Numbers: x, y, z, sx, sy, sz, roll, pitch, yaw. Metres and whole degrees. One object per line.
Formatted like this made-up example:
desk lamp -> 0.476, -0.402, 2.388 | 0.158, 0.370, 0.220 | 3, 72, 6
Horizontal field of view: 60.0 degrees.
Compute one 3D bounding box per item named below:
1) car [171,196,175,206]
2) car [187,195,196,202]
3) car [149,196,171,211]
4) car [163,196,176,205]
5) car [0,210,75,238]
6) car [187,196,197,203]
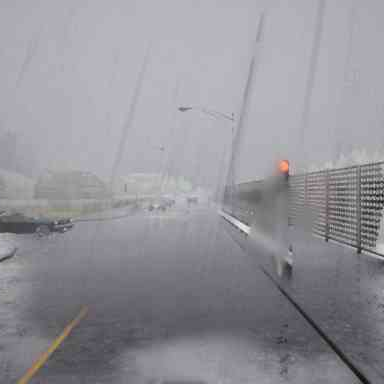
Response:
car -> -4.120, 1.564, 50.594 | 1.994, 1.385, 4.181 | 0, 0, 0
car -> -0.042, 1.540, 77.410 | 2.033, 1.411, 5.357 | 0, 0, 0
car -> -4.119, 1.491, 40.657 | 2.128, 1.511, 4.902 | 0, 0, 0
car -> -4.099, 1.477, 61.048 | 1.882, 1.535, 5.008 | 0, 0, 0
car -> -8.673, 1.601, 17.432 | 4.718, 1.301, 1.895 | 0, 0, 10
car -> 0.069, 1.477, 67.067 | 1.882, 1.535, 5.008 | 0, 0, 0
